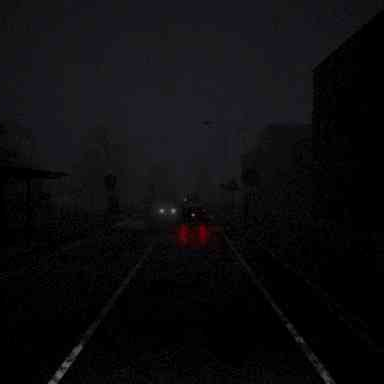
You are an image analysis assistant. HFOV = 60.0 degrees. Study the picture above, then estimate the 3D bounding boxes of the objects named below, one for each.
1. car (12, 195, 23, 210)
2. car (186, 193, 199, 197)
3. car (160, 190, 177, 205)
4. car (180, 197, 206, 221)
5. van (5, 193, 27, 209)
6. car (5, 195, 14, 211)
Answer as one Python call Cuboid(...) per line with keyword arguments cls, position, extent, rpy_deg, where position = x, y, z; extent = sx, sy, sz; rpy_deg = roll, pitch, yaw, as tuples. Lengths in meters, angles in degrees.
Cuboid(cls="car", position=(-22.163, 1.424, 37.234), extent=(4.792, 1.488, 2.163), rpy_deg=(0, 0, 0))
Cuboid(cls="car", position=(0.085, 0.954, 41.265), extent=(2.128, 1.511, 4.902), rpy_deg=(0, -4, 0))
Cuboid(cls="car", position=(-3.272, 0.737, 47.946), extent=(2.150, 2.045, 5.566), rpy_deg=(0, 1, 0))
Cuboid(cls="car", position=(0.089, 1.396, 25.483), extent=(1.812, 1.442, 4.674), rpy_deg=(0, 1, 0))
Cuboid(cls="van", position=(-22.021, 1.164, 40.007), extent=(4.442, 1.987, 1.878), rpy_deg=(0, 0, 0))
Cuboid(cls="car", position=(-21.943, 1.397, 34.457), extent=(5.366, 1.575, 1.946), rpy_deg=(0, 0, 0))
